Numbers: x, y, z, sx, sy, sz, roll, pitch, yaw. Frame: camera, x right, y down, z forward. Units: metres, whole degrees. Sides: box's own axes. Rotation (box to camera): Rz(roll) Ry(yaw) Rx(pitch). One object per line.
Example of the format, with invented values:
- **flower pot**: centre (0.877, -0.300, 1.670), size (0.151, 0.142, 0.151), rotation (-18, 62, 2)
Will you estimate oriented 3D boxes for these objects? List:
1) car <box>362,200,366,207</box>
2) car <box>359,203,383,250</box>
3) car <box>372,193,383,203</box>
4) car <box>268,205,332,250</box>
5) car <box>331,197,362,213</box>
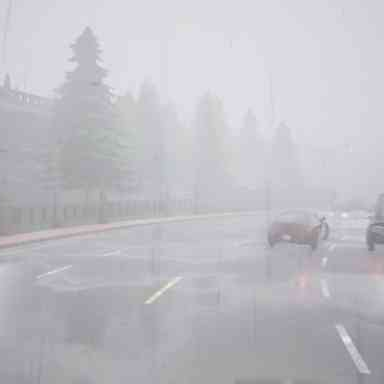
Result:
- **car**: centre (18.781, 1.369, 32.299), size (4.674, 1.442, 1.812), rotation (0, 0, -37)
- **car**: centre (8.160, 1.426, 13.293), size (2.128, 1.511, 4.902), rotation (0, 0, 32)
- **car**: centre (16.406, 1.092, 25.943), size (5.566, 2.045, 2.150), rotation (0, 0, -38)
- **car**: centre (4.545, 1.457, 14.017), size (1.812, 1.442, 4.674), rotation (0, 0, 29)
- **car**: centre (16.444, 1.339, 34.925), size (4.892, 1.490, 1.837), rotation (0, 0, -37)
